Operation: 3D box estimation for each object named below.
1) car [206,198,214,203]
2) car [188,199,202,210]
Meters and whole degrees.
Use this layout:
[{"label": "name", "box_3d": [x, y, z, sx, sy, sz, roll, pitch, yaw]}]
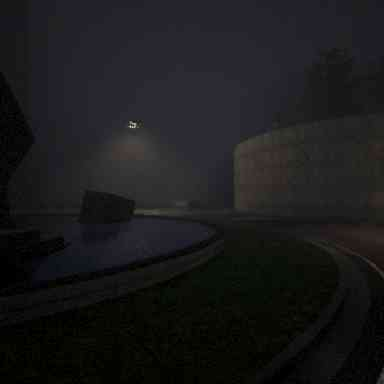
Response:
[{"label": "car", "box_3d": [4.869, 2.286, 89.709, 1.994, 1.385, 4.181, -1, 0, 7]}, {"label": "car", "box_3d": [0.491, 1.792, 51.355, 2.097, 1.767, 4.553, 0, 0, 1]}]
